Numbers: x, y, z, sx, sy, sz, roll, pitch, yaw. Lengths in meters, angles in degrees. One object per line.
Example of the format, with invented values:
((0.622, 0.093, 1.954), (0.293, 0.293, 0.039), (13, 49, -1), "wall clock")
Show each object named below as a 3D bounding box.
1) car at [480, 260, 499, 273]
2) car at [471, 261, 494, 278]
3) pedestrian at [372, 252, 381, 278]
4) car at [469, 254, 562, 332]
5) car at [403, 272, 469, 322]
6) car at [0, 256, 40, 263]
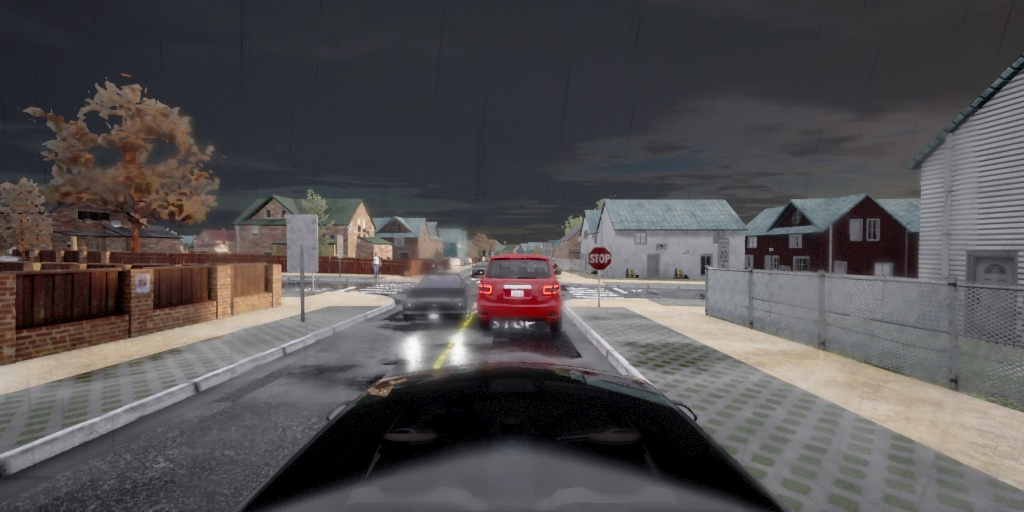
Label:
((-2.722, 1.285, 44.564), (2.033, 1.411, 5.357), (0, 0, 1), "car")
((-2.766, 1.247, 34.732), (1.837, 1.490, 4.892), (0, 0, 0), "car")
((-9.619, 0.612, 25.370), (0.375, 1.860, 0.375), (0, 0, 1), "pedestrian")
((0.369, 0.969, 11.060), (2.150, 2.045, 5.566), (0, 0, 5), "car")
((-2.408, 1.295, 12.614), (2.033, 1.411, 5.357), (0, 0, -5), "car")
((-27.985, 0.759, 19.866), (4.674, 1.442, 1.812), (1, 1, 1), "car")
